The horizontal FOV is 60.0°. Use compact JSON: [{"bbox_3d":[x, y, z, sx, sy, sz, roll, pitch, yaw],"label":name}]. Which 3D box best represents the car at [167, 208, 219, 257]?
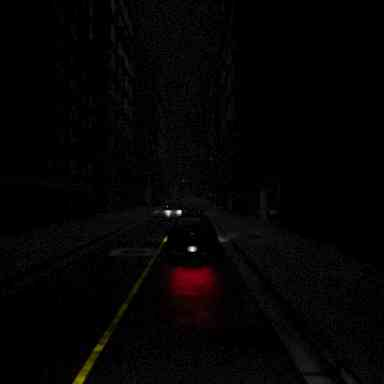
[{"bbox_3d":[0.034,1.649,13.491,1.837,1.490,4.892,0,0,1],"label":"car"}]

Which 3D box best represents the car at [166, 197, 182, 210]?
[{"bbox_3d":[-2.710,1.741,51.497,2.150,2.045,5.566,0,-1,0],"label":"car"}]

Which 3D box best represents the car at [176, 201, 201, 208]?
[{"bbox_3d":[0.049,1.787,28.498,2.128,1.511,4.902,0,0,1],"label":"car"}]
